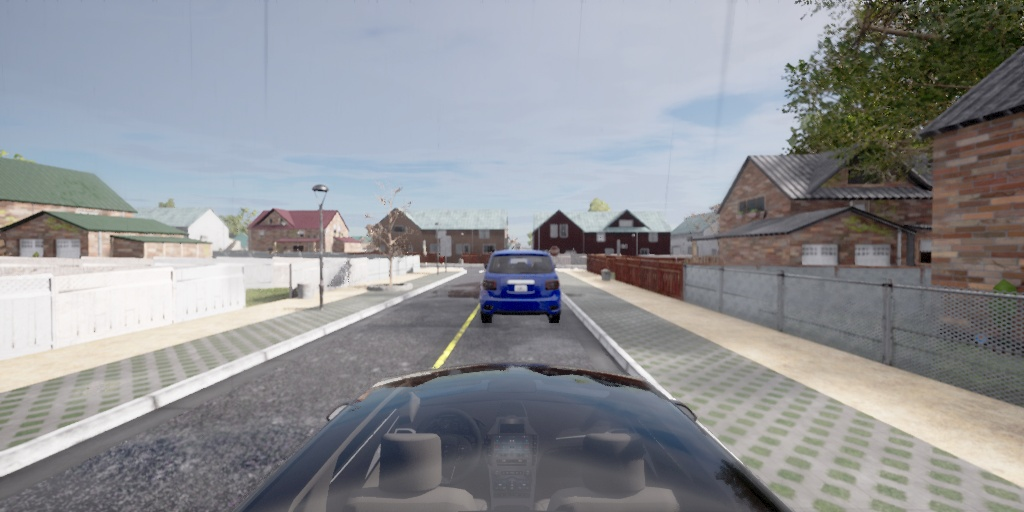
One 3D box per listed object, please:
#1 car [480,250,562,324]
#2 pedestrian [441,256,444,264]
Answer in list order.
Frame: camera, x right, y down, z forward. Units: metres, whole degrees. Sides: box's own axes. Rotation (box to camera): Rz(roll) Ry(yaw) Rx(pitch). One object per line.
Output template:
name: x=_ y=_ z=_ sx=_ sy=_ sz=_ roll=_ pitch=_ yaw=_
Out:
car: x=0.262 y=0.814 z=11.363 sx=2.150 sy=2.045 sz=5.566 roll=0 pitch=1 yaw=1
pedestrian: x=-8.635 y=0.100 z=44.316 sx=0.375 sy=1.860 sz=0.375 roll=0 pitch=0 yaw=2
